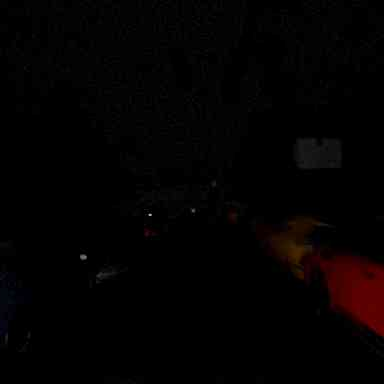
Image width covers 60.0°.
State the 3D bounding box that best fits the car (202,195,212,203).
[{"bbox_3d":[3.191,1.426,70.488,1.946,1.575,5.366,0,0,0],"label":"car"}]

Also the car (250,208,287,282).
[{"bbox_3d":[3.220,1.470,9.712,1.946,1.575,5.366,0,0,0],"label":"car"}]

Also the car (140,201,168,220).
[{"bbox_3d":[-3.164,1.484,27.604,1.837,1.490,4.892,0,0,0],"label":"car"}]

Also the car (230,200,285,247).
[{"bbox_3d":[3.217,1.344,15.020,2.185,1.767,4.553,0,0,0],"label":"car"}]

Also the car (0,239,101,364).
[{"bbox_3d":[-3.154,1.543,5.758,2.033,1.411,5.357,0,0,0],"label":"car"}]

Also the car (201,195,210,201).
[{"bbox_3d":[3.196,1.421,81.536,1.946,1.575,5.366,0,0,0],"label":"car"}]

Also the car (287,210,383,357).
[{"bbox_3d":[3.223,1.226,4.029,2.435,2.045,5.566,0,0,0],"label":"car"}]

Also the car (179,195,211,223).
[{"bbox_3d":[0.087,1.334,25.315,2.097,1.767,4.553,0,0,0],"label":"car"}]

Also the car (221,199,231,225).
[{"bbox_3d":[3.214,1.462,20.762,1.946,1.575,5.366,0,0,0],"label":"car"}]

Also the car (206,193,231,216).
[{"bbox_3d":[3.206,1.202,37.055,2.435,2.045,5.566,0,0,0],"label":"car"}]

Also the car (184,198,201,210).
[{"bbox_3d":[0.079,1.533,42.447,1.994,1.385,4.181,0,0,0],"label":"car"}]
